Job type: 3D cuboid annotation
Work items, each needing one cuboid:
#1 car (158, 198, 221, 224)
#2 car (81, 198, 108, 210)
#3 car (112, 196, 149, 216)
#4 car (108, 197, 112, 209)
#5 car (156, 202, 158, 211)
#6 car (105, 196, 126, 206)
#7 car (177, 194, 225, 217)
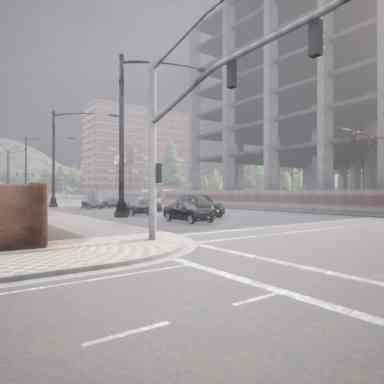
[{"bbox_3d":[-0.309,1.484,24.970,1.882,1.535,5.008,0,0,-35],"label":"car"},{"bbox_3d":[-12.902,1.506,42.925,1.837,1.490,4.892,0,1,-35],"label":"car"},{"bbox_3d":[-5.813,1.484,32.796,1.882,1.535,5.008,0,0,-35],"label":"car"},{"bbox_3d":[-11.451,1.555,46.959,2.033,1.411,5.357,0,0,-36],"label":"car"},{"bbox_3d":[-5.134,1.512,37.926,1.837,1.490,4.892,0,0,-35],"label":"car"},{"bbox_3d":[-12.746,1.514,55.223,1.837,1.490,4.892,0,0,-35],"label":"car"},{"bbox_3d":[0.553,1.230,29.817,2.150,2.045,5.566,0,0,-35],"label":"car"}]
